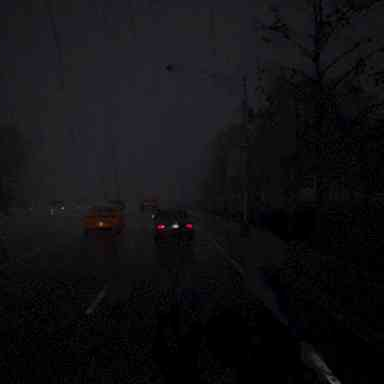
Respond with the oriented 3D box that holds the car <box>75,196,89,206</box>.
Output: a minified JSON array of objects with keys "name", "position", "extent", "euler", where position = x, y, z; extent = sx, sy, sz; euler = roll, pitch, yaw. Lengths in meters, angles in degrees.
[{"name":"car","position":[-17.075,1.395,51.746],"extent":[1.837,1.490,4.892],"euler":[0,0,-21]}]

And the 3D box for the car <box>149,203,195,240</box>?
[{"name":"car","position":[-1.009,1.513,16.696],"extent":[2.033,1.411,5.357],"euler":[0,0,-7]}]

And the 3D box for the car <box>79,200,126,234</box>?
[{"name":"car","position":[-4.873,1.441,19.065],"extent":[1.882,1.535,5.008],"euler":[0,0,-7]}]

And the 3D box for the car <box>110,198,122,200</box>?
[{"name":"car","position":[-8.526,1.429,37.258],"extent":[1.837,1.490,4.892],"euler":[0,0,-15]}]

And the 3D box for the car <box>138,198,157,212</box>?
[{"name":"car","position":[-4.928,1.417,37.299],"extent":[2.128,1.511,4.902],"euler":[0,0,-14]}]

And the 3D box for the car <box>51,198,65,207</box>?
[{"name":"car","position":[-20.211,1.490,50.235],"extent":[1.895,1.301,4.718],"euler":[0,0,-21]}]
